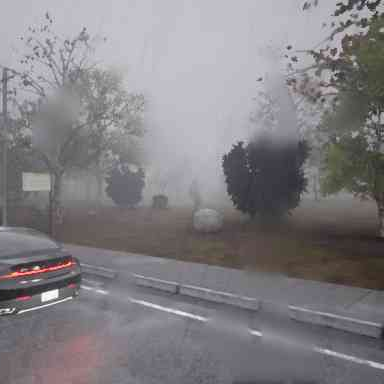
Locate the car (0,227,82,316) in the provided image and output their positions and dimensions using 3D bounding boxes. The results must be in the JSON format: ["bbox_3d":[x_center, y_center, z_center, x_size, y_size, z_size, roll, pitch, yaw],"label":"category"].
[{"bbox_3d":[-4.342,1.505,7.087,4.892,1.490,1.837,0,0,37],"label":"car"}]
